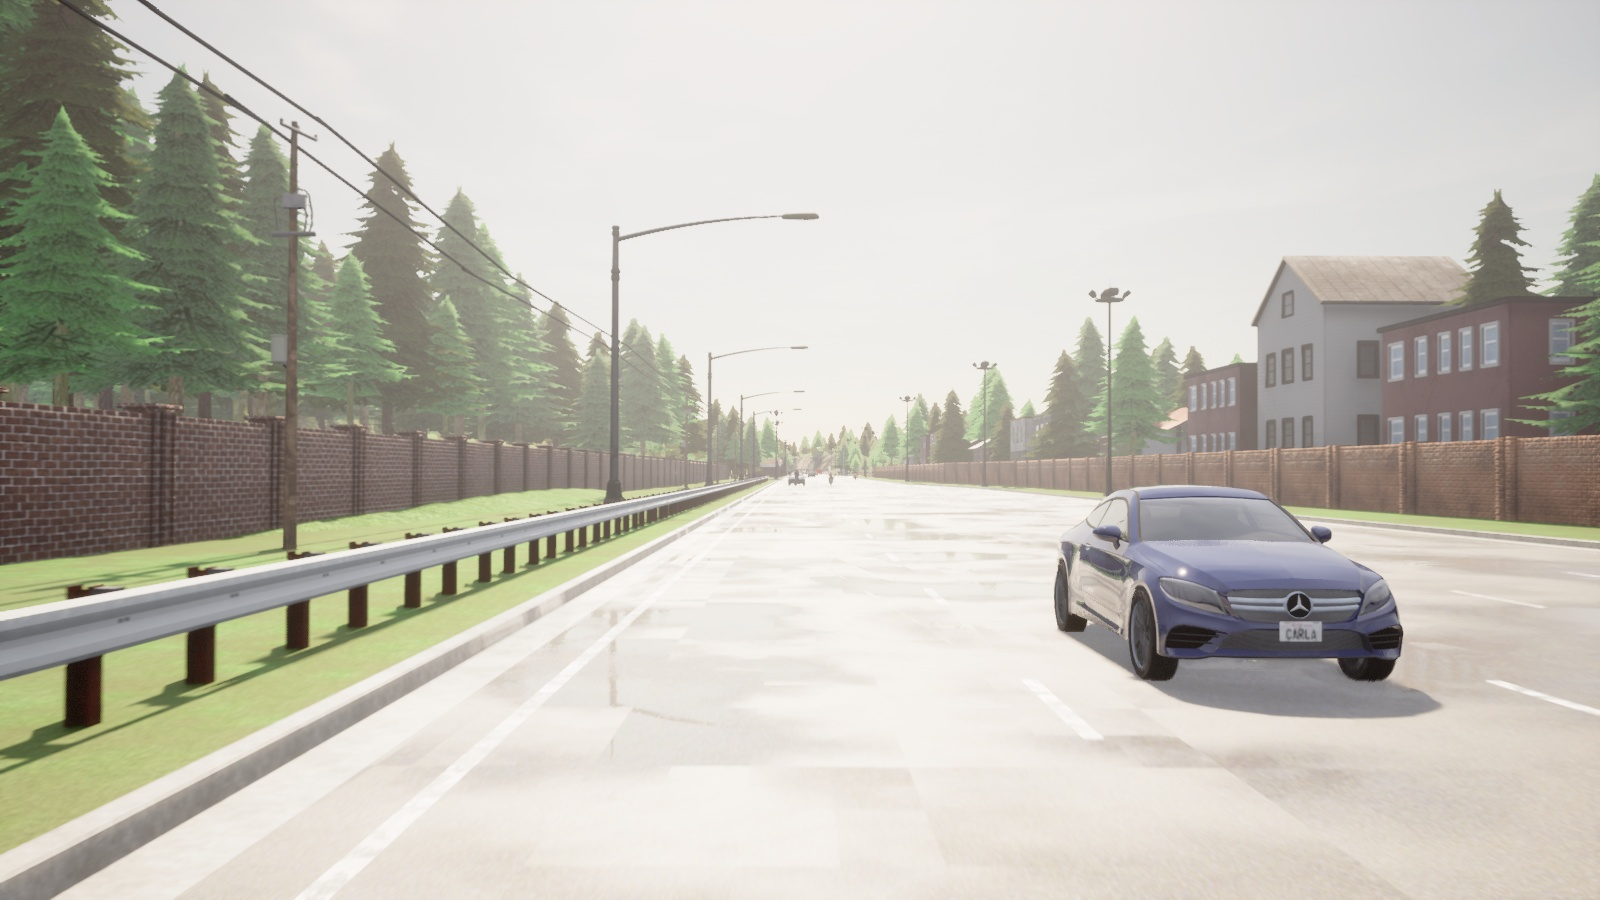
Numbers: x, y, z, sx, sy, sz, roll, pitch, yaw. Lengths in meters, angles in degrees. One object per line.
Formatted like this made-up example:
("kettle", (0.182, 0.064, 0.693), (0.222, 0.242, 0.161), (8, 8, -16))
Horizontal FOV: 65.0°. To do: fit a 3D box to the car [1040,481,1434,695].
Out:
("car", (3.473, 1.011, 11.033), (1.812, 1.442, 4.674), (0, -1, 0))
